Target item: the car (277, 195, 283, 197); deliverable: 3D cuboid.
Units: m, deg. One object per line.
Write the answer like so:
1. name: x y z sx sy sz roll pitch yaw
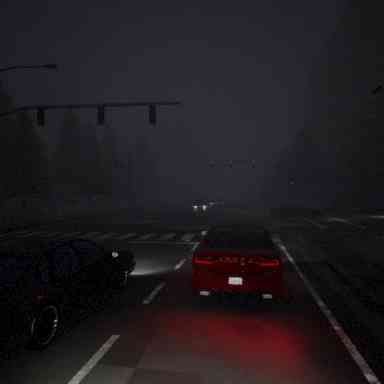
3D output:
1. car: 25.296 1.477 90.112 5.008 1.535 1.882 0 0 -34

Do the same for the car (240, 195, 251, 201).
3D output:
1. car: 13.869 1.477 83.823 1.882 1.535 5.008 0 0 39

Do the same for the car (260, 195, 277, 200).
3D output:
1. car: 20.990 1.524 91.265 4.674 1.442 1.812 0 0 -37

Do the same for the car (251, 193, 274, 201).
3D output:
1. car: 17.692 1.225 83.084 2.150 2.045 5.566 0 0 39

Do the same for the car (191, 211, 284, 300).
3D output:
1. car: 1.196 1.478 8.539 1.882 1.535 5.008 0 0 9

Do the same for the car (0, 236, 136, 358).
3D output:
1. car: -2.729 1.547 6.226 2.033 1.411 5.357 0 0 10

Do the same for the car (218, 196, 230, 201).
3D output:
1. car: 7.564 1.595 80.243 1.895 1.301 4.718 0 0 25

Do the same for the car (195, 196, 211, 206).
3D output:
1. car: 1.619 1.525 56.747 1.812 1.442 4.674 0 0 9

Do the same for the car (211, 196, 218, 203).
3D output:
1. car: 3.748 1.564 69.227 1.994 1.385 4.181 0 0 11

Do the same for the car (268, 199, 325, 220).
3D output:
1. car: 9.044 1.574 28.985 4.674 1.442 1.812 0 1 26
